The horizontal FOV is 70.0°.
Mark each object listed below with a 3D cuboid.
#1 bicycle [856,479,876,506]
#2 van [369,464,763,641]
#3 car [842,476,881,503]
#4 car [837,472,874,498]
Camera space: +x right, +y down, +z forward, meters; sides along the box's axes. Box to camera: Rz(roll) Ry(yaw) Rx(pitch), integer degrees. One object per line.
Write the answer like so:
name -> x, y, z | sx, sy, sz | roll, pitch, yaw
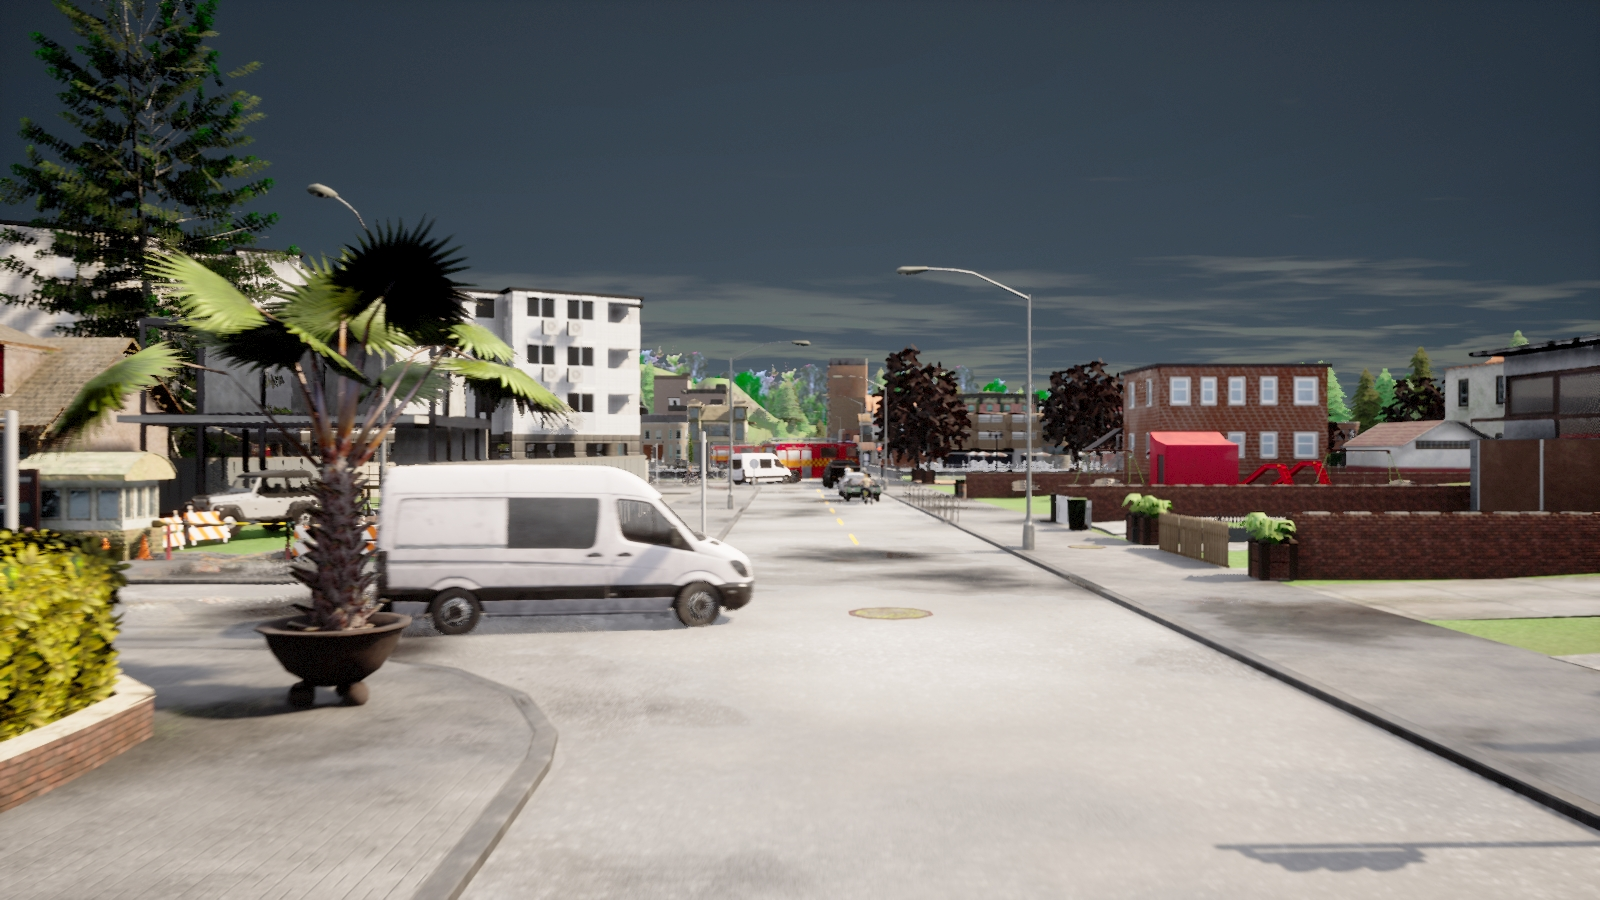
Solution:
bicycle -> 3.359, 2.158, 58.317 | 0.859, 1.276, 1.487 | 0, 0, -1
van -> -3.691, 1.533, 18.494 | 5.915, 2.561, 1.988 | 0, 1, -12
car -> 3.353, 2.155, 63.133 | 1.895, 1.301, 4.718 | 0, 0, 0
car -> 3.331, 2.082, 69.675 | 2.002, 1.442, 4.674 | 0, 0, 0
